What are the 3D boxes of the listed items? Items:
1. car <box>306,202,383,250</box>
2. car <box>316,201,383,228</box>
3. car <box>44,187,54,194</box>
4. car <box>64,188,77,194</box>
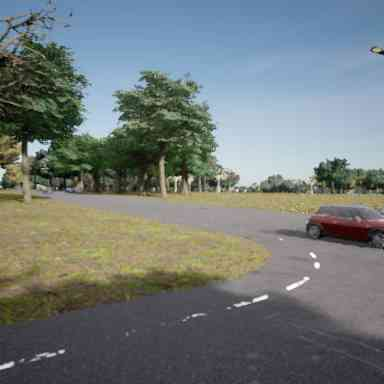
[{"bbox_3d":[7.584,1.418,15.110,2.097,1.767,4.553,0,1,-35],"label":"car"},{"bbox_3d":[10.859,1.461,22.595,1.994,1.385,4.181,-1,2,-35],"label":"car"},{"bbox_3d":[-33.698,-0.347,78.418,2.128,1.511,4.902,-1,2,-29],"label":"car"},{"bbox_3d":[-28.569,-0.245,78.161,1.895,1.301,4.718,-1,2,-35],"label":"car"}]
